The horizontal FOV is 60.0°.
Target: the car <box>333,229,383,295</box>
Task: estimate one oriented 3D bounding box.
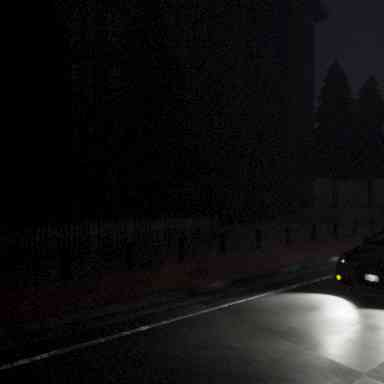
[{"bbox_3d":[5.236,1.562,7.988,4.181,1.385,1.994,0,0,-38],"label":"car"}]
